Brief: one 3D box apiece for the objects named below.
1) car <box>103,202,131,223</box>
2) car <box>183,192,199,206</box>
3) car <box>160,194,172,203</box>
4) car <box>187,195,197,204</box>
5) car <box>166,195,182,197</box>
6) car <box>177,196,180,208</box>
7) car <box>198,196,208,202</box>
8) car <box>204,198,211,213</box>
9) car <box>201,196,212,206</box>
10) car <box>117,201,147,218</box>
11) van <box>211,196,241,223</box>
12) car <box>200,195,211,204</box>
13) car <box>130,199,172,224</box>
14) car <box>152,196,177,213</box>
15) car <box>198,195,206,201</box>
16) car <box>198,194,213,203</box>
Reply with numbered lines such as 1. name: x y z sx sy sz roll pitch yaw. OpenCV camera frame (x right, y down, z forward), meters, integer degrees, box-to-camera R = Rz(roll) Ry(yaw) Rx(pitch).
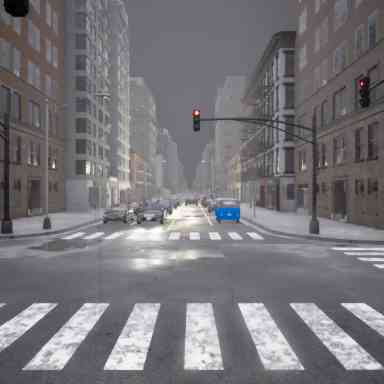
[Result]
1. car: -5.424 1.549 24.907 2.008 1.369 4.403 0 0 0
2. car: -0.079 1.340 55.023 2.097 1.767 4.553 0 0 0
3. car: -5.488 1.292 70.362 2.192 1.841 5.009 0 0 0
4. car: -0.093 1.459 65.055 1.882 1.535 5.008 0 0 0
5. car: -2.882 1.554 53.150 1.994 1.385 4.181 0 0 1
6. car: -2.909 1.560 43.127 1.994 1.385 4.181 0 0 0
7. car: 2.529 1.524 76.059 2.008 1.369 4.403 0 0 0
8. car: 2.585 1.580 36.290 1.802 1.307 4.206 0 0 0
9. car: 2.569 1.576 47.653 1.802 1.307 4.206 0 0 0
10. car: -5.432 1.543 30.589 1.887 1.381 4.507 0 0 0
11. van: 2.601 1.340 24.927 1.690 1.788 3.998 0 0 0
12. car: 2.545 1.421 64.696 1.967 1.590 4.097 0 0 0
13. car: -2.872 1.490 24.459 2.128 1.511 4.902 0 0 -1
14. car: -2.899 1.476 33.902 1.882 1.535 5.008 0 0 0
15. car: 2.513 1.530 87.421 1.947 1.339 4.313 0 0 0
16. car: 2.561 1.305 53.334 2.192 1.841 5.009 0 0 0
